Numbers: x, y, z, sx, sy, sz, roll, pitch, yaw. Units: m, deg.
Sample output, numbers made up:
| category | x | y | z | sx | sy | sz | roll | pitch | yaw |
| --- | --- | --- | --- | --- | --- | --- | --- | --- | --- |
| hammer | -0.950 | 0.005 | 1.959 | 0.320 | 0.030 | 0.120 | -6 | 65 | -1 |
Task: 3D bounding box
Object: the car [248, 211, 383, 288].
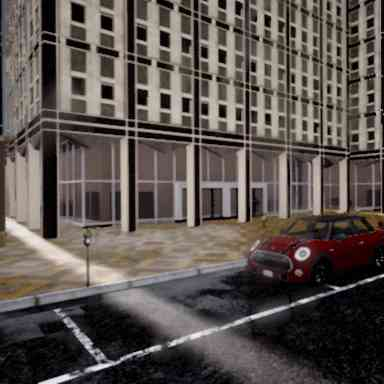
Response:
| category | x | y | z | sx | sy | sz | roll | pitch | yaw |
| --- | --- | --- | --- | --- | --- | --- | --- | --- | --- |
| car | 3.418 | 1.379 | 9.006 | 4.097 | 1.590 | 1.967 | -1 | 0 | -36 |
